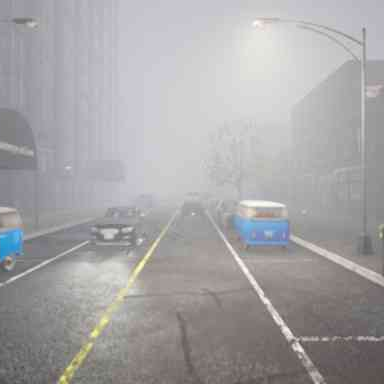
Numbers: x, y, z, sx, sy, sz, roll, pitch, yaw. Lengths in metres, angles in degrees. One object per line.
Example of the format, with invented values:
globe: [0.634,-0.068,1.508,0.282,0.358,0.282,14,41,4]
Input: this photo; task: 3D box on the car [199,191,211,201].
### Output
car: [2.649,0.827,68.955,2.192,1.841,5.009,1,0,0]

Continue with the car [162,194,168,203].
car: [-5.725,1.124,57.685,1.752,1.417,4.829,1,0,0]

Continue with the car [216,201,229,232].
car: [2.685,1.441,19.042,1.947,1.339,4.313,1,0,0]

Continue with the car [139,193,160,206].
car: [-5.709,1.035,41.217,2.192,1.841,5.009,1,0,0]

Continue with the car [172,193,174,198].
car: [-5.752,0.898,91.130,1.947,1.339,4.313,1,0,0]

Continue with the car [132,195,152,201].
car: [-5.709,1.342,35.673,1.802,1.307,4.206,1,0,0]

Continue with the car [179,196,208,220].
car: [0.078,1.329,26.612,1.837,1.490,4.892,0,1,0]

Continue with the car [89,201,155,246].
car: [-3.112,1.394,14.915,2.128,1.511,4.902,0,0,0]

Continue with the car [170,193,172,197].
car: [-5.734,1.038,68.778,1.752,1.417,4.829,1,0,0]

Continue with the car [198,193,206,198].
car: [2.628,0.898,91.140,1.947,1.339,4.313,1,0,0]

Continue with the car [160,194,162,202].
car: [-5.716,1.206,46.594,1.752,1.417,4.829,1,0,0]

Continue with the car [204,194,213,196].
car: [2.668,1.302,41.227,1.802,1.307,4.206,1,0,0]

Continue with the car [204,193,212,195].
car: [2.664,1.204,46.942,1.752,1.417,4.829,1,0,0]

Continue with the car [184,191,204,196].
car: [0.066,0.920,44.384,2.150,2.045,5.566,0,1,0]

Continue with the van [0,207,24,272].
van: [-5.683,1.289,7.941,1.690,1.788,3.998,1,0,0]

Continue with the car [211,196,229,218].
car: [2.682,1.278,24.587,1.967,1.590,4.097,1,0,0]

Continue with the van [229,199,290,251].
van: [2.692,1.253,13.495,1.690,1.788,3.998,1,0,0]

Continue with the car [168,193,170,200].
car: [-5.730,1.120,63.403,1.947,1.339,4.313,1,0,0]

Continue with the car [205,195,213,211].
car: [2.672,1.305,35.681,1.887,1.381,4.507,1,0,0]
